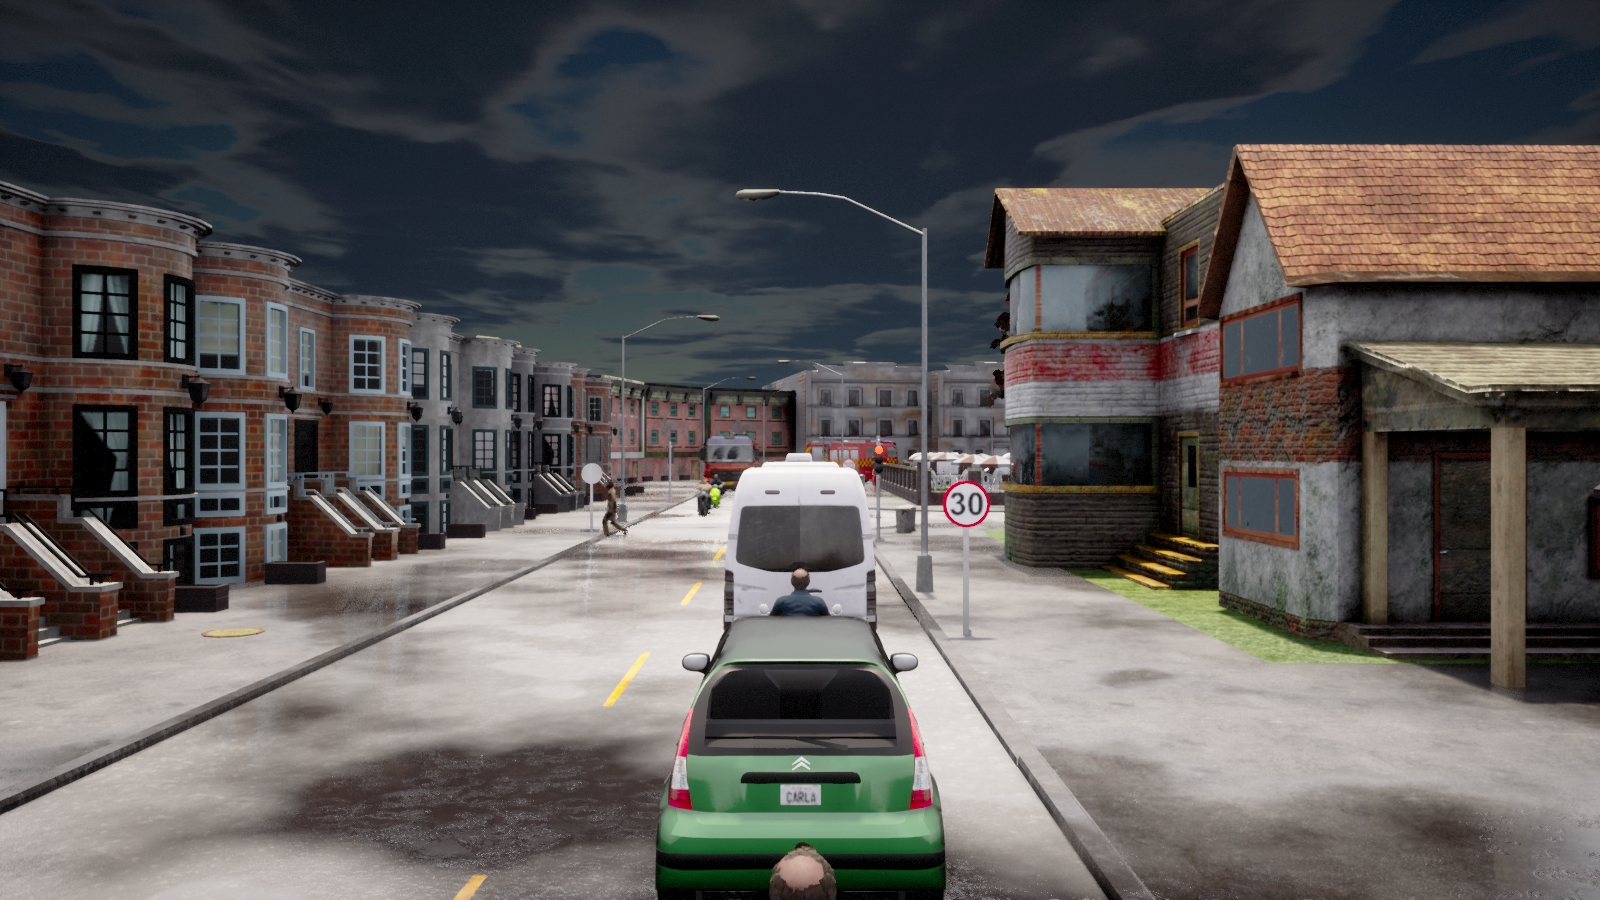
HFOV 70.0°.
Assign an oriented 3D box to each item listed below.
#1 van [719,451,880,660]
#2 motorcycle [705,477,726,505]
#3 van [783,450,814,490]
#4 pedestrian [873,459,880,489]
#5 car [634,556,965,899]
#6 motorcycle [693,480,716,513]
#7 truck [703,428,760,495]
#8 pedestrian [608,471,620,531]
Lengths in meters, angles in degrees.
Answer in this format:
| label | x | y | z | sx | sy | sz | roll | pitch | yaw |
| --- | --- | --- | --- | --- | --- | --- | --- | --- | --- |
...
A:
| label | x | y | z | sx | sy | sz | roll | pitch | yaw |
| --- | --- | --- | --- | --- | --- | --- | --- | --- | --- |
| van | -0.006 | 1.308 | 17.043 | 1.988 | 2.561 | 5.915 | 0 | 0 | 0 |
| motorcycle | -4.008 | 1.941 | 54.410 | 0.856 | 1.236 | 1.805 | 0 | 0 | 0 |
| van | -0.060 | 1.285 | 76.580 | 1.988 | 2.561 | 5.915 | 0 | 0 | 0 |
| pedestrian | 4.758 | 1.499 | 71.024 | 0.375 | 1.860 | 0.375 | 0 | 0 | 0 |
| car | -0.003 | 1.776 | 8.385 | 1.851 | 1.617 | 3.988 | 0 | 0 | 0 |
| motorcycle | -4.004 | 1.931 | 48.010 | 0.764 | 1.277 | 2.356 | 0 | 0 | 0 |
| truck | -4.028 | 0.644 | 68.886 | 2.891 | 3.827 | 8.468 | 0 | 0 | 0 |
| pedestrian | -5.897 | 1.615 | 36.240 | 0.375 | 1.860 | 0.375 | 0 | 0 | -5 |
